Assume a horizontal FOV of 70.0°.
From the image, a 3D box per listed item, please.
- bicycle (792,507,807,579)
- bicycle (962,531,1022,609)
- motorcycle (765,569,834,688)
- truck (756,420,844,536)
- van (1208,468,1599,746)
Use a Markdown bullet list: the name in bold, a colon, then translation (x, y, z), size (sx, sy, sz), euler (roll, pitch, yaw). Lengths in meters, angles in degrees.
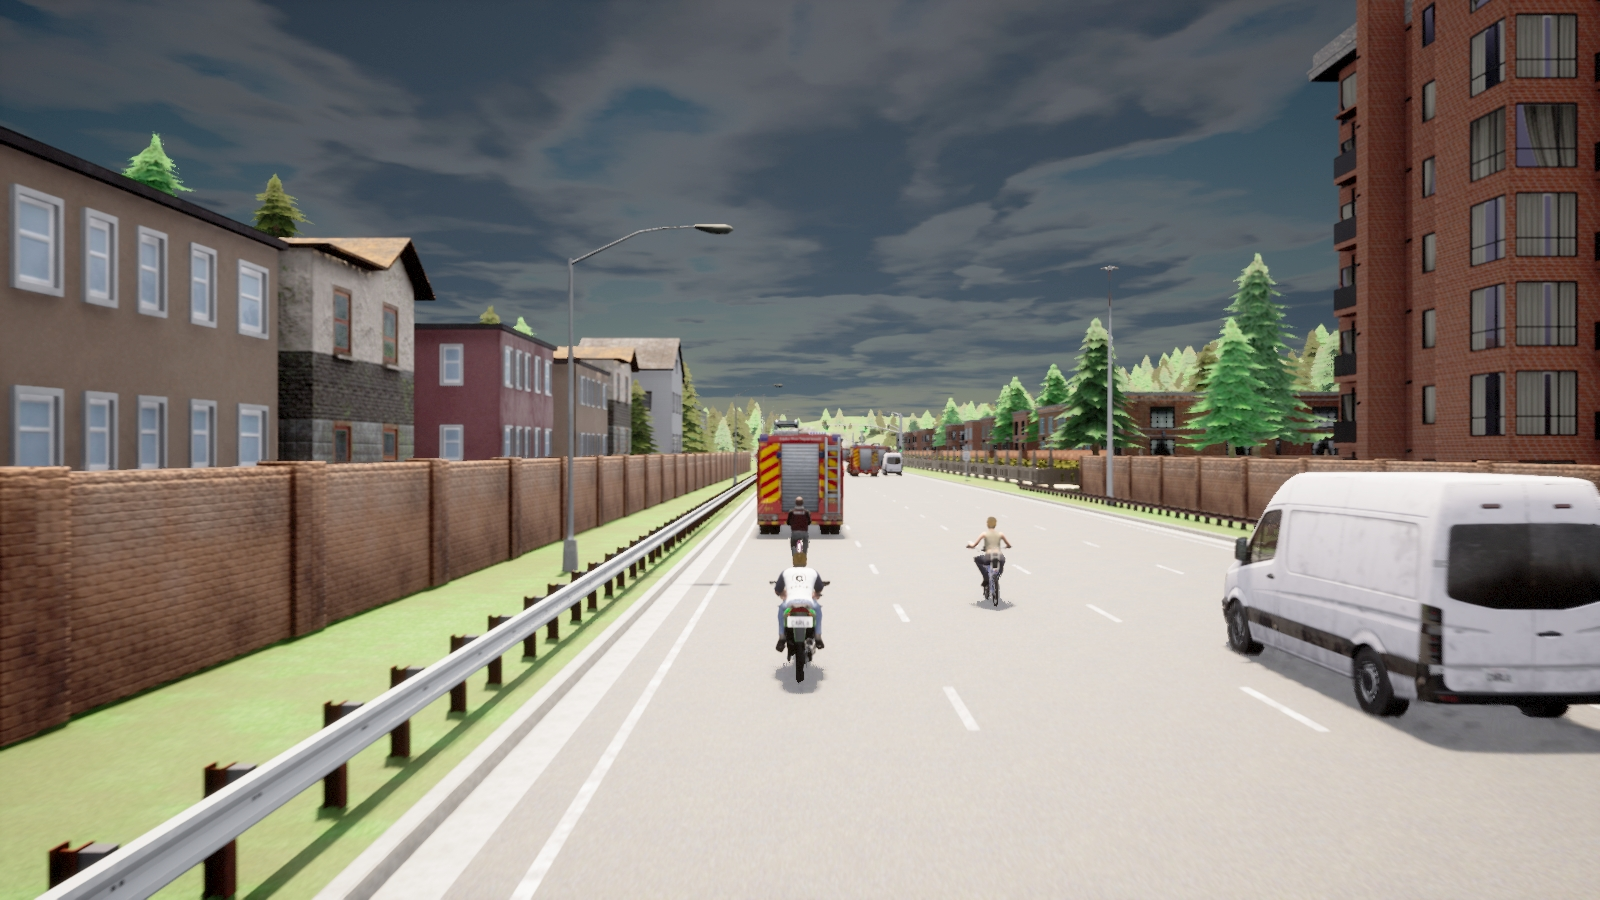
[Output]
- **bicycle**: translation (-0.019, 2.080, 25.927), size (0.329, 1.471, 1.835), euler (0, 0, 0)
- **bicycle**: translation (3.498, 2.173, 20.952), size (0.859, 1.277, 1.487), euler (0, 0, 0)
- **motorcycle**: translation (-0.003, 2.197, 14.399), size (0.803, 1.199, 2.033), euler (0, 0, 0)
- **truck**: translation (-0.009, 0.921, 41.728), size (2.891, 3.827, 8.468), euler (0, 0, 0)
- **van**: translation (6.997, 1.545, 13.856), size (1.988, 2.561, 5.915), euler (0, 0, 0)
